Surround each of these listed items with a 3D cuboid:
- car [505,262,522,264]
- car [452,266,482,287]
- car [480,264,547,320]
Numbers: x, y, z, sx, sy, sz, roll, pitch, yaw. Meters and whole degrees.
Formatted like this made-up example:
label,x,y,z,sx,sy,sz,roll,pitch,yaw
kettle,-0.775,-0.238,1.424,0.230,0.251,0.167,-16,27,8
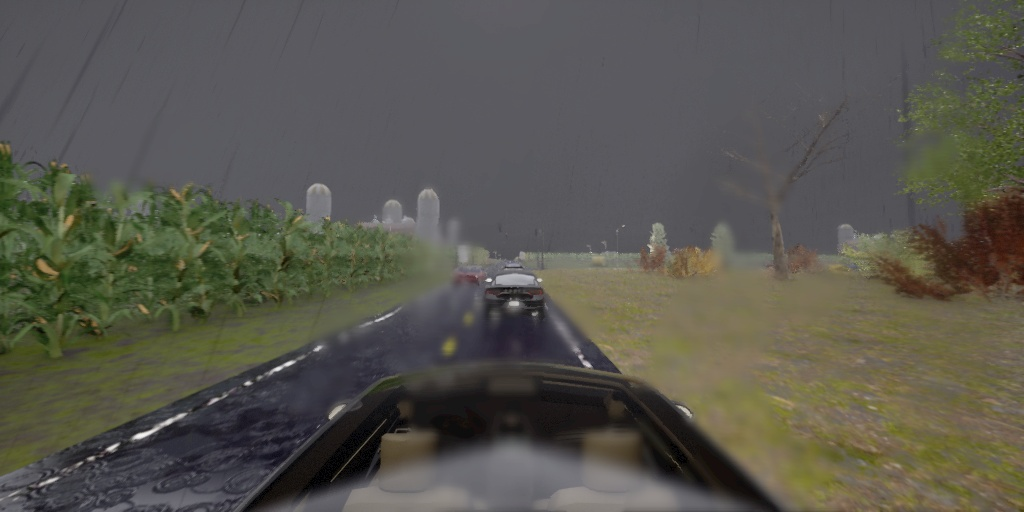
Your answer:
label,x,y,z,sx,sy,sz,roll,pitch,yaw
car,0.108,1.228,29.665,2.128,1.511,4.902,0,0,0
car,-2.838,1.339,24.200,1.895,1.301,4.718,0,0,0
car,0.103,1.220,12.597,1.882,1.535,5.008,0,0,0
